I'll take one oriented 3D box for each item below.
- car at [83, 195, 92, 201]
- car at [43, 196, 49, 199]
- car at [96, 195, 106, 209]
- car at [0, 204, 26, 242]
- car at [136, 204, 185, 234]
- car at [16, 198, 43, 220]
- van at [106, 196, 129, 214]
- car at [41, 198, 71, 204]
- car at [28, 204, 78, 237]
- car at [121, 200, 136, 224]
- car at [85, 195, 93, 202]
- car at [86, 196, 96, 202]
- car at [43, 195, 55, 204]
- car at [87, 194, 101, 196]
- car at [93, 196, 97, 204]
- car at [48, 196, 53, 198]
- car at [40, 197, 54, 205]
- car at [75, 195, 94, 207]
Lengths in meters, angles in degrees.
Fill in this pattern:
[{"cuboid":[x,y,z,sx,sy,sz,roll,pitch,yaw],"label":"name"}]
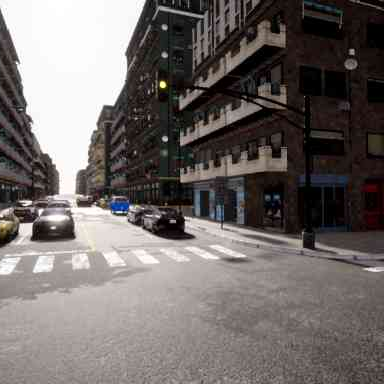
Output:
[{"cuboid":[-27.579,1.621,87.963,2.008,1.369,4.403,1,0,-21],"label":"car"},{"cuboid":[-21.499,1.578,48.046,1.887,1.381,4.507,1,0,-21],"label":"car"},{"cuboid":[-11.728,1.558,45.878,1.752,1.417,4.829,1,0,-21],"label":"car"},{"cuboid":[-9.507,1.535,16.204,1.752,1.417,4.829,1,0,-21],"label":"car"},{"cuboid":[-1.726,1.579,19.316,1.947,1.339,4.313,1,0,-21],"label":"car"},{"cuboid":[-13.543,1.457,26.925,1.967,1.590,4.097,1,0,-21],"label":"car"},{"cuboid":[-7.688,1.365,35.159,1.690,1.788,3.998,1,0,-21],"label":"van"},{"cuboid":[-10.573,1.495,26.356,1.882,1.535,5.008,0,0,-21],"label":"car"},{"cuboid":[-7.504,1.575,18.198,1.994,1.385,4.181,0,0,-21],"label":"car"},{"cuboid":[-3.714,1.567,24.597,2.008,1.369,4.403,1,0,-21],"label":"car"},{"cuboid":[-25.650,1.590,82.843,1.752,1.417,4.829,1,0,-21],"label":"car"},{"cuboid":[-23.601,1.611,77.402,2.008,1.369,4.403,1,0,-21],"label":"car"},{"cuboid":[-27.464,1.487,63.889,1.967,1.590,4.097,1,0,-21],"label":"car"},{"cuboid":[-17.631,1.361,61.562,2.192,1.841,5.009,1,0,-21],"label":"car"},{"cuboid":[-13.658,1.618,50.999,1.802,1.307,4.206,1,0,-21],"label":"car"},{"cuboid":[-14.205,1.502,36.076,1.882,1.535,5.008,0,0,-20],"label":"car"},{"cuboid":[-25.477,1.593,58.607,2.008,1.369,4.403,1,0,-21],"label":"car"},{"cuboid":[-17.189,1.602,52.998,1.994,1.385,4.181,0,0,-21],"label":"car"}]
